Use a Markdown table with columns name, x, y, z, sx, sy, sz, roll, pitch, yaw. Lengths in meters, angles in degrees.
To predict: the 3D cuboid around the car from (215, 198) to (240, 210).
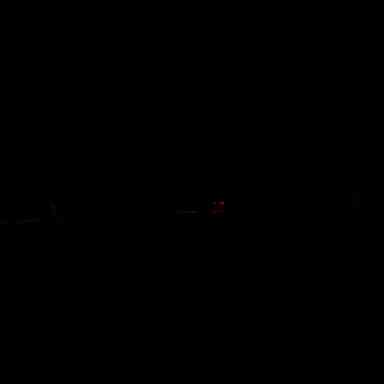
| name | x | y | z | sx | sy | sz | roll | pitch | yaw |
| --- | --- | --- | --- | --- | --- | --- | --- | --- | --- |
| car | 5.754 | 1.960 | 55.265 | 2.150 | 2.045 | 5.566 | -2 | -2 | 38 |

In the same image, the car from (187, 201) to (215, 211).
| name | x | y | z | sx | sy | sz | roll | pitch | yaw |
| --- | --- | --- | --- | --- | --- | --- | --- | --- | --- |
| car | 1.092 | 2.289 | 54.974 | 2.128 | 1.511 | 4.902 | -2 | -2 | 36 |

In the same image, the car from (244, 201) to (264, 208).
| name | x | y | z | sx | sy | sz | roll | pitch | yaw |
| --- | --- | --- | --- | --- | --- | --- | --- | --- | --- |
| car | 11.952 | 2.405 | 63.950 | 2.033 | 1.411 | 5.357 | -2 | -2 | 36 |
